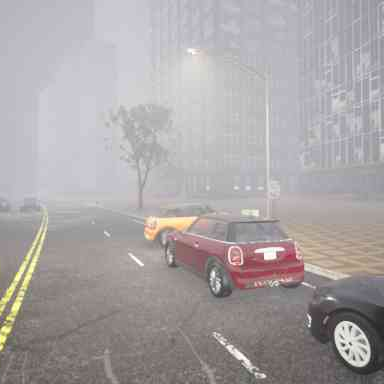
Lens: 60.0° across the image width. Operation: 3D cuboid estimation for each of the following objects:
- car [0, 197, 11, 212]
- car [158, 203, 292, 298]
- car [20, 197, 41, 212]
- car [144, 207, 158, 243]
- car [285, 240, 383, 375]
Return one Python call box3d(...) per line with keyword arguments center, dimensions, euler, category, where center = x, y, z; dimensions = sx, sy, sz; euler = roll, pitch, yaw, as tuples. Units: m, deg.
box3d(center=(-22.033, 1.387, 38.002), dimensions=(2.097, 1.767, 4.553), euler=(0, 0, -24), category="car")
box3d(center=(0.821, 1.354, 8.916), dimensions=(2.097, 1.767, 4.553), euler=(0, 0, -22), category="car")
box3d(center=(-19.072, 1.390, 39.341), dimensions=(2.097, 1.767, 4.553), euler=(0, 0, -24), category="car")
box3d(center=(0.245, 1.276, 14.607), dimensions=(4.553, 1.767, 2.097), euler=(-3, 1, -18), category="car")
box3d(center=(3.588, 1.505, 3.462), dimensions=(1.837, 1.490, 4.892), euler=(0, 0, -36), category="car")
